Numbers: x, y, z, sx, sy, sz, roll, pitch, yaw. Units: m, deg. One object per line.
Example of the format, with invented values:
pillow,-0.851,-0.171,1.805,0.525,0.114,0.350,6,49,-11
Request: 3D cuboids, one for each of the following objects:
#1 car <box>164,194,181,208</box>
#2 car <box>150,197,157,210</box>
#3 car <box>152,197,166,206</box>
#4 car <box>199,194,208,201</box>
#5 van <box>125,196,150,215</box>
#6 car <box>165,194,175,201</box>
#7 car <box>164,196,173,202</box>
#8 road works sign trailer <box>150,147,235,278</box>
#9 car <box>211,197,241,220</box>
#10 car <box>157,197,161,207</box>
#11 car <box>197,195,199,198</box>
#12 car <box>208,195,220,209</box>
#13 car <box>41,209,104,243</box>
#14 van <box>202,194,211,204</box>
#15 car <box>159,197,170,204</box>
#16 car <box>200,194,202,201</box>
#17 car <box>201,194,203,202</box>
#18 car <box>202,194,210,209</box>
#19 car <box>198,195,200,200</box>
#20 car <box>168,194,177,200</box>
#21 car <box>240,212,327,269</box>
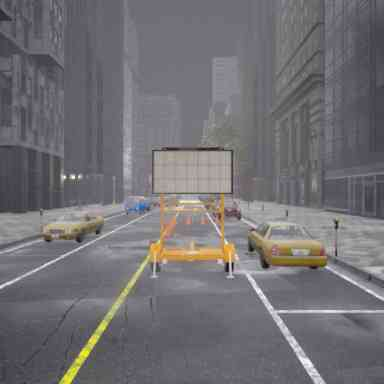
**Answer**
car,-2.918,1.515,49.013,1.837,1.490,4.892,0,0,0
car,-5.602,1.561,39.007,1.947,1.339,4.313,0,0,0
car,-5.573,1.567,55.924,1.887,1.381,4.507,0,0,0
car,3.009,1.425,89.734,2.192,1.841,5.009,0,0,0
van,-5.610,1.331,33.369,1.690,1.788,3.998,0,0,0
car,-5.526,1.403,84.118,2.192,1.841,5.009,0,0,0
car,-5.536,1.593,78.310,1.752,1.417,4.829,0,0,0
road works sign trailer,0.016,0.460,10.098,2.380,3.560,2.880,0,0,0
car,2.905,1.428,27.700,1.967,1.590,4.097,0,0,0
car,-5.583,1.453,50.286,1.967,1.590,4.097,0,0,0
car,2.999,1.654,84.093,1.947,1.339,4.313,0,0,0
car,2.914,1.431,33.339,1.967,1.590,4.097,0,0,0
car,-5.641,1.517,16.244,1.752,1.417,4.829,0,0,1
van,2.972,1.384,67.176,1.690,1.788,3.998,0,0,0
car,-5.554,1.625,67.203,1.802,1.307,4.206,0,0,0
car,2.962,1.473,61.536,1.967,1.590,4.097,0,0,0
car,2.943,1.328,50.257,2.192,1.841,5.009,0,0,0
car,2.933,1.318,44.619,2.192,1.841,5.009,0,0,0
car,2.990,1.651,78.455,1.802,1.307,4.206,0,0,0
car,-5.507,1.446,95.397,2.192,1.841,5.009,0,0,0
car,2.883,1.519,10.984,1.752,1.417,4.829,0,0,1
